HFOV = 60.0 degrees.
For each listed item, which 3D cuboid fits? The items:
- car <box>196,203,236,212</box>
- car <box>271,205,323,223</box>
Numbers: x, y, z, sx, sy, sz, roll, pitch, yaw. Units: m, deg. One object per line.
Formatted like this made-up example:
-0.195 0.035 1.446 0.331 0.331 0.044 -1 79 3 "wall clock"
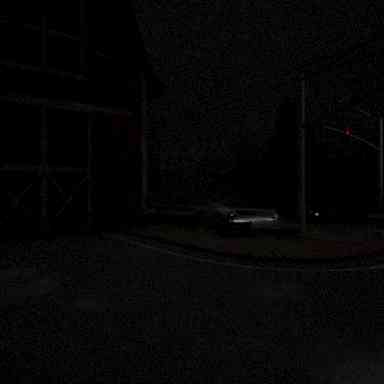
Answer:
2.101 1.708 30.439 1.812 1.442 4.674 0 0 -35 "car"
8.576 1.719 27.469 1.994 1.385 4.181 0 0 -34 "car"
